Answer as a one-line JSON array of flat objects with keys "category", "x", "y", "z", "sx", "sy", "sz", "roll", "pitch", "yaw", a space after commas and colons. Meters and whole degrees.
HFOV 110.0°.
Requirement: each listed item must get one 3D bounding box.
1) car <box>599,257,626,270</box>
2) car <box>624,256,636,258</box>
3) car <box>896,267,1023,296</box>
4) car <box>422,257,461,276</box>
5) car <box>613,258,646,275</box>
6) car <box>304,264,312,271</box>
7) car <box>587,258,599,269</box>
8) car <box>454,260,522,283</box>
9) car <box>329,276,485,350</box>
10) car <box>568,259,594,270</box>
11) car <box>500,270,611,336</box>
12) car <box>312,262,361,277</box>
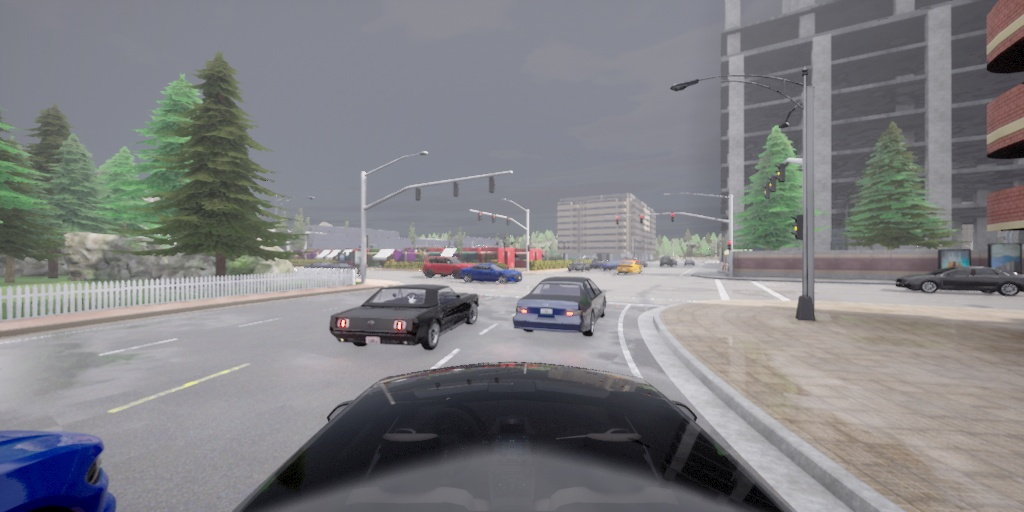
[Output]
[{"category": "car", "x": 13.868, "y": 1.312, "z": 48.910, "sx": 1.882, "sy": 1.535, "sz": 5.008, "roll": 0, "pitch": 0, "yaw": 30}, {"category": "car", "x": 18.632, "y": 1.072, "z": 57.292, "sx": 2.150, "sy": 2.045, "sz": 5.566, "roll": 0, "pitch": 0, "yaw": 30}, {"category": "car", "x": 24.965, "y": 1.348, "z": 20.017, "sx": 4.892, "sy": 1.490, "sz": 1.837, "roll": 0, "pitch": 0, "yaw": 30}, {"category": "car", "x": -5.839, "y": 1.081, "z": 33.474, "sx": 5.566, "sy": 2.045, "sz": 2.150, "roll": 0, "pitch": 0, "yaw": 30}, {"category": "car", "x": 13.370, "y": 1.298, "z": 40.626, "sx": 1.882, "sy": 1.535, "sz": 5.008, "roll": 0, "pitch": 0, "yaw": 32}, {"category": "car", "x": -22.790, "y": 1.418, "z": 43.227, "sx": 5.357, "sy": 1.411, "sz": 2.033, "roll": 0, "pitch": 0, "yaw": 30}, {"category": "car", "x": 13.185, "y": 1.445, "z": 54.799, "sx": 1.895, "sy": 1.301, "sz": 4.718, "roll": 0, "pitch": 0, "yaw": 30}, {"category": "car", "x": -1.609, "y": 1.310, "z": 27.003, "sx": 5.008, "sy": 1.535, "sz": 1.882, "roll": 0, "pitch": 0, "yaw": 30}, {"category": "car", "x": -2.291, "y": 1.363, "z": 9.168, "sx": 1.895, "sy": 1.301, "sz": 4.718, "roll": 0, "pitch": 0, "yaw": 11}, {"category": "car", "x": 8.866, "y": 1.394, "z": 47.177, "sx": 1.994, "sy": 1.385, "sz": 4.181, "roll": 0, "pitch": 0, "yaw": 29}, {"category": "car", "x": 1.640, "y": 1.313, "z": 10.539, "sx": 2.033, "sy": 1.411, "sz": 5.357, "roll": 0, "pitch": 0, "yaw": 20}, {"category": "car", "x": -17.209, "y": 1.407, "z": 35.977, "sx": 5.357, "sy": 1.411, "sz": 2.033, "roll": 0, "pitch": 0, "yaw": 30}]
